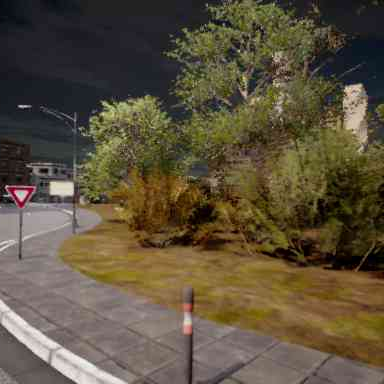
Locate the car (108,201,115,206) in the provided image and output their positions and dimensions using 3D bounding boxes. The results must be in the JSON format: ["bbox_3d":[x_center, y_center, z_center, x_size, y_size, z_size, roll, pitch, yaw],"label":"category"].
[{"bbox_3d":[-15.399,2.393,70.682,4.892,1.521,2.231,1,-3,4],"label":"car"}]

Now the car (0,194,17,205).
[{"bbox_3d":[-24.373,0.977,45.322,1.882,1.535,5.008,1,0,-11],"label":"car"}]
